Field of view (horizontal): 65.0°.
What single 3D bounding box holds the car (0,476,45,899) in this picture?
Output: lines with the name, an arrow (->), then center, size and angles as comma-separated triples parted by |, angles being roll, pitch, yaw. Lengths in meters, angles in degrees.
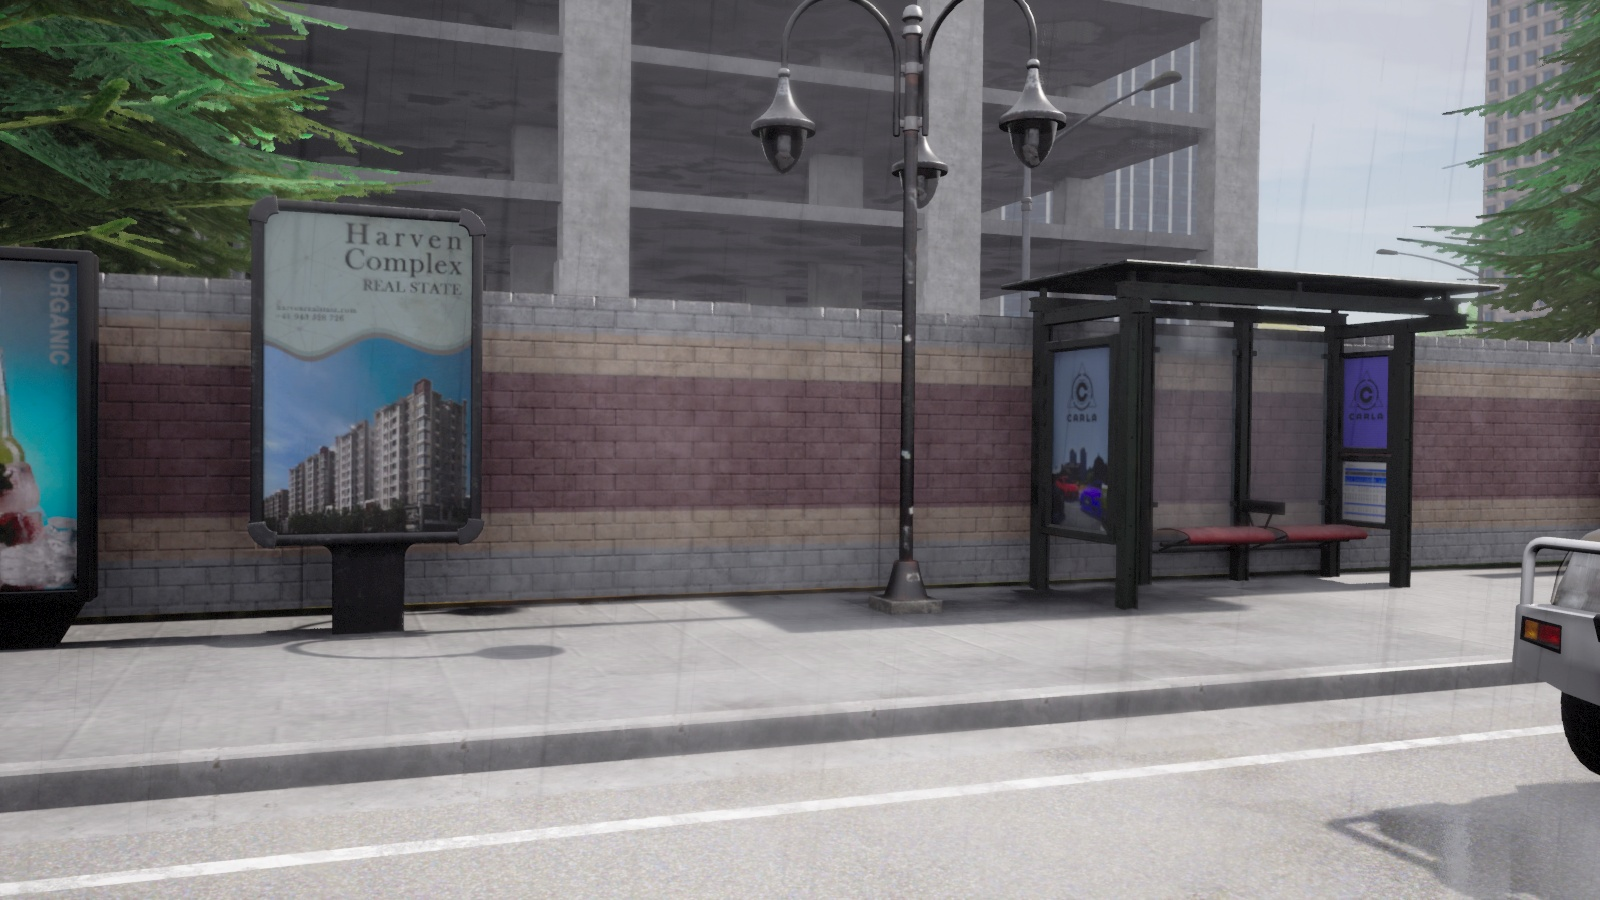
car -> -3.928, 0.838, 1.747 | 4.674, 1.442, 1.812 | -1, 1, -21

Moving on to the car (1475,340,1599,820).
car -> 5.380, 0.471, 5.284 | 4.605, 1.855, 1.932 | -1, 1, -21
